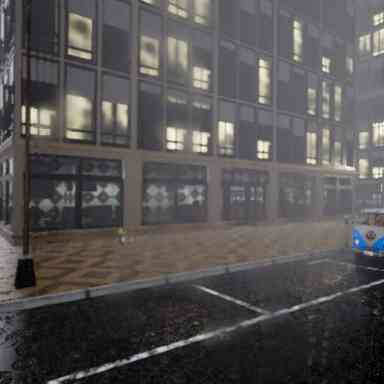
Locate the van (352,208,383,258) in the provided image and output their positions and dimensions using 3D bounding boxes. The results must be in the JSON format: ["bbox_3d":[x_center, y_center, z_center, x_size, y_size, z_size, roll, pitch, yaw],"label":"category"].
[{"bbox_3d":[7.330,1.443,11.831,3.998,1.788,1.690,1,0,-36],"label":"van"}]
